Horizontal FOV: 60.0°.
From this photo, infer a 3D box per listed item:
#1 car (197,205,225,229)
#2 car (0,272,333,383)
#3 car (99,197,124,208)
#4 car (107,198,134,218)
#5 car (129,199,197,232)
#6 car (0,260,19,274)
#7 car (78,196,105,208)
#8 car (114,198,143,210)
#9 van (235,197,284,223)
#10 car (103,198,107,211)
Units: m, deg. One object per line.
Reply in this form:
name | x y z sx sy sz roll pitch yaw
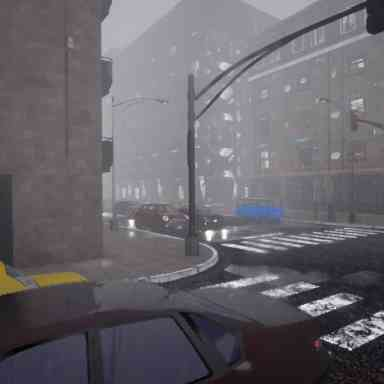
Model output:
car | 0.231 1.545 21.584 1.994 1.385 4.181 -1 0 -36
car | -1.121 1.547 2.579 5.357 1.411 2.033 0 0 -35
car | -11.626 1.463 47.852 1.887 1.381 4.507 -1 0 -36
car | -5.604 1.493 29.650 1.812 1.442 4.674 -1 0 -36
car | -1.834 1.440 20.021 1.967 1.590 4.097 0 0 -36
car | -3.566 1.525 4.024 4.829 1.417 1.752 0 0 -35
car | -14.270 1.429 46.997 2.128 1.511 4.902 -1 0 -36
car | -8.308 1.463 43.265 1.887 1.381 4.507 -1 0 -36
van | 4.967 1.280 24.917 1.690 1.788 3.998 0 0 -36
car | -11.544 1.452 37.874 2.128 1.511 4.902 -1 0 -36
